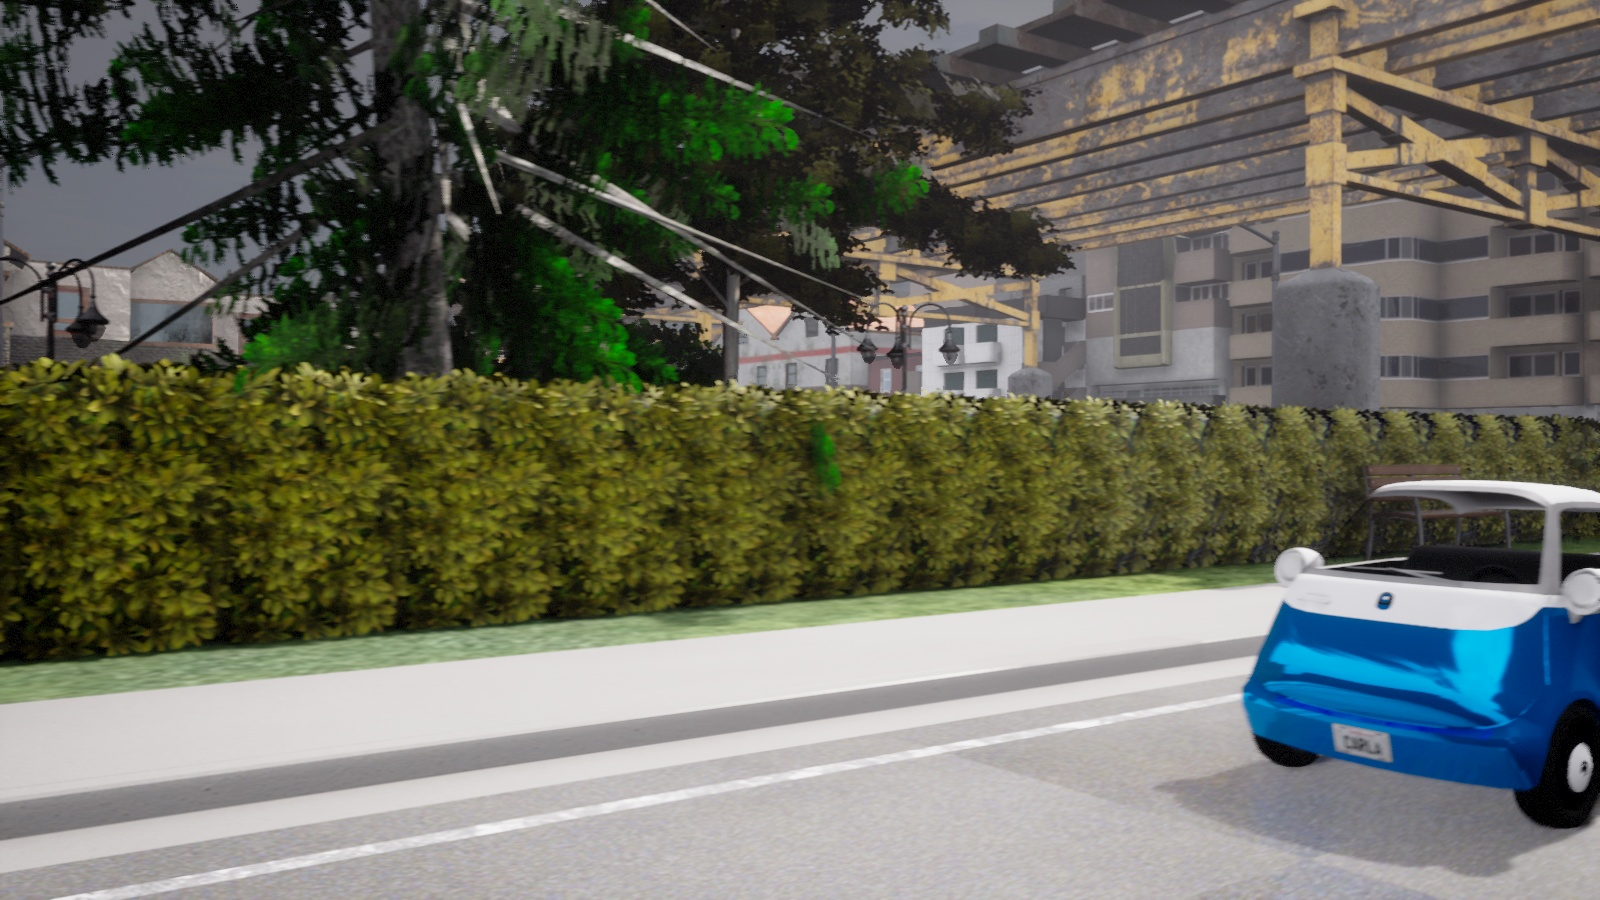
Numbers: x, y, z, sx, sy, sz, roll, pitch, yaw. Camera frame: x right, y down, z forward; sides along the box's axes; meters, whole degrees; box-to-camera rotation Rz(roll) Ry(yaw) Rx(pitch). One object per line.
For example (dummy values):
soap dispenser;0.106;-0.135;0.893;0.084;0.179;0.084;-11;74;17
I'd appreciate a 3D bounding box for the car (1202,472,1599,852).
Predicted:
car;3.208;0.807;5.891;2.207;1.376;1.481;0;0;-35
